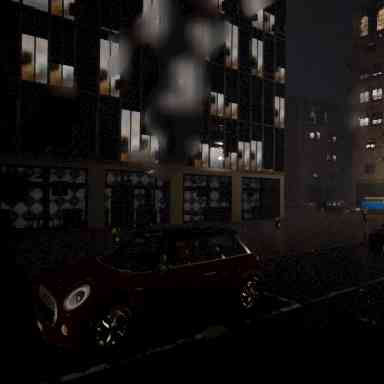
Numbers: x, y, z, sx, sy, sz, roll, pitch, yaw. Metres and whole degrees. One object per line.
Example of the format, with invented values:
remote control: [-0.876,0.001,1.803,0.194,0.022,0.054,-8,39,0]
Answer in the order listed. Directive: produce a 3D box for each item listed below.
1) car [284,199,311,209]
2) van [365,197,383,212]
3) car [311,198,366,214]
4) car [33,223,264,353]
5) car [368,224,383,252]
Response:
car: [15.739,1.787,48.873,1.752,1.417,4.829,0,-1,-35]
van: [22.168,1.525,39.619,1.690,1.788,3.998,0,-1,-35]
car: [15.282,1.620,34.841,2.008,1.369,4.403,0,-1,-35]
car: [-0.636,1.441,6.091,4.097,1.590,1.967,0,1,-35]
car: [8.440,1.567,12.566,4.313,1.339,1.947,0,1,-35]
